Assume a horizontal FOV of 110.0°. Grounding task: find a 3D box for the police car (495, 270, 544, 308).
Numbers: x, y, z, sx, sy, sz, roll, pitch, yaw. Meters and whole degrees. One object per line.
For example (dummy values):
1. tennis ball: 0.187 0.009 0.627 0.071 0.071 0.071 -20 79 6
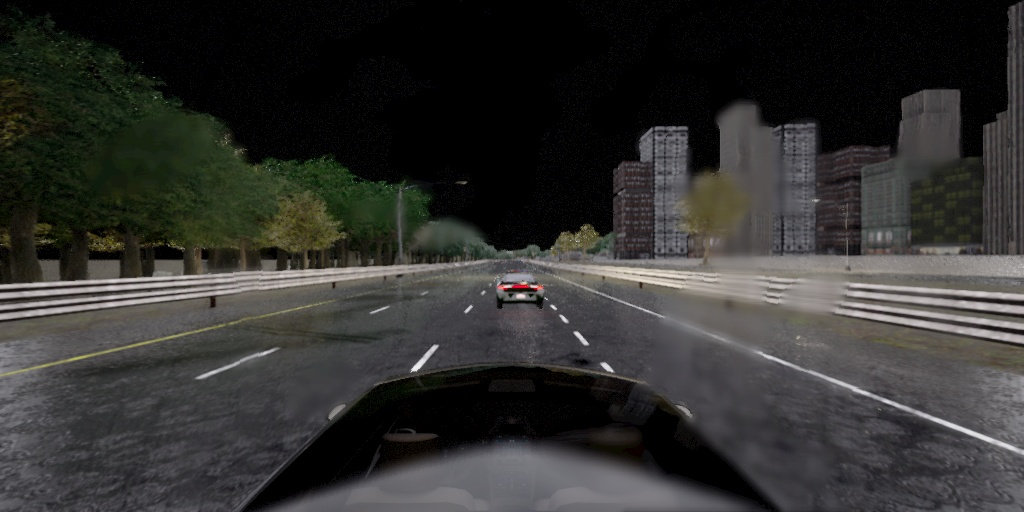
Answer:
1. police car: 0.248 1.443 16.385 2.038 1.542 4.974 0 -1 -2
